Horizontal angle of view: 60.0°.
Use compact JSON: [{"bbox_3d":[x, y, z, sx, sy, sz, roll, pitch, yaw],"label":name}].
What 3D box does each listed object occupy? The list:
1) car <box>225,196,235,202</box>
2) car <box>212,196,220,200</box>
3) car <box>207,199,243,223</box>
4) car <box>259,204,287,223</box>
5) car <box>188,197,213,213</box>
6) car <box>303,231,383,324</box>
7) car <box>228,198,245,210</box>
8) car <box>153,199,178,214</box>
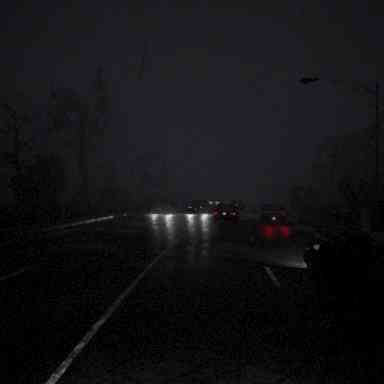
[{"bbox_3d":[8.785,1.549,76.392,2.033,1.411,5.357,0,0,11],"label":"car"},{"bbox_3d":[5.190,1.554,76.255,1.994,1.385,4.181,0,0,11],"label":"car"},{"bbox_3d":[2.647,1.561,25.652,2.033,1.411,5.357,0,0,9],"label":"car"},{"bbox_3d":[6.303,1.628,26.321,1.895,1.301,4.718,0,0,9],"label":"car"},{"bbox_3d":[0.824,1.513,36.528,1.837,1.490,4.892,0,0,11],"label":"car"},{"bbox_3d":[3.925,1.561,7.072,2.033,1.411,5.357,0,0,4],"label":"car"},{"bbox_3d":[5.786,1.591,42.657,1.994,1.385,4.181,0,0,11],"label":"car"},{"bbox_3d":[-2.825,1.499,36.068,1.837,1.490,4.892,0,0,11],"label":"car"}]
